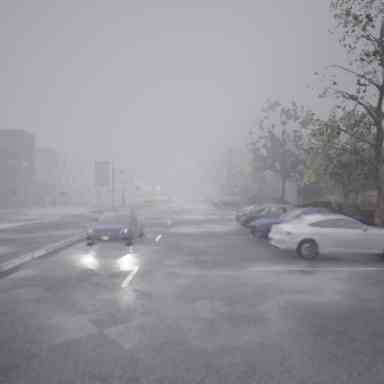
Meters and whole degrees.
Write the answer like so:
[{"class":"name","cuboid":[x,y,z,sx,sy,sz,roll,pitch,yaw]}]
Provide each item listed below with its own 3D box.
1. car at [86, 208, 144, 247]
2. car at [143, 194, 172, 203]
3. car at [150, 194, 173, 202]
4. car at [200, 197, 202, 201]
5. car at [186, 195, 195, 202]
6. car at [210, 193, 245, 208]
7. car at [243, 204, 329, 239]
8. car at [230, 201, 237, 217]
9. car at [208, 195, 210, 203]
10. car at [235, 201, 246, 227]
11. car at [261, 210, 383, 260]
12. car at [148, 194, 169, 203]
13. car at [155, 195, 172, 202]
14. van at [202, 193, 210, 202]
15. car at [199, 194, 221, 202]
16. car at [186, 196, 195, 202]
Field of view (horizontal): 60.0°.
[{"class":"car","cuboid":[-3.321,1.501,15.123,1.812,1.442,4.674,0,0,0]},{"class":"car","cuboid":[-7.556,1.513,70.300,5.366,1.575,1.946,0,-1,0]},{"class":"car","cuboid":[-7.454,1.511,82.451,5.566,2.045,2.435,0,-1,-1]},{"class":"car","cuboid":[5.064,1.552,72.554,5.366,1.575,1.946,0,-1,0]},{"class":"car","cuboid":[-0.388,1.745,89.352,2.097,1.767,4.553,0,-2,2]},{"class":"car","cuboid":[5.123,1.280,45.795,4.553,1.767,2.185,0,0,0]},{"class":"car","cuboid":[5.093,1.455,14.910,5.008,1.535,2.097,0,0,0]},{"class":"car","cuboid":[5.085,1.485,21.459,4.674,1.452,2.002,0,0,0]},{"class":"car","cuboid":[5.051,1.442,48.965,4.674,1.452,2.002,0,0,0]},{"class":"car","cuboid":[5.082,1.451,18.183,4.892,1.521,2.231,0,0,0]},{"class":"car","cuboid":[5.084,1.501,11.761,4.674,1.452,2.002,0,0,0]},{"class":"car","cuboid":[-7.365,1.436,73.221,4.553,1.767,2.185,0,-1,0]},{"class":"car","cuboid":[-7.530,1.806,88.398,4.553,1.767,2.185,0,-2,-1]},{"class":"van","cuboid":[4.786,1.285,69.761,4.442,1.987,1.878,0,-1,0]},{"class":"car","cuboid":[4.706,1.626,86.394,5.566,2.045,2.435,0,-2,-1]},{"class":"car","cuboid":[-0.276,1.800,79.310,1.895,1.301,4.718,0,-2,-1]}]
